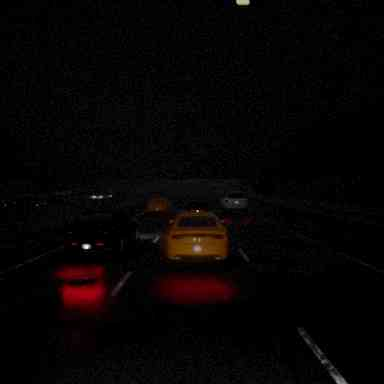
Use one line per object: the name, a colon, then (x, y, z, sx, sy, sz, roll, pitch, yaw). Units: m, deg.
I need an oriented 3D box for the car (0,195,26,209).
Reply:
car: (-20.390, 1.168, 38.999, 1.837, 1.490, 4.892, 0, 1, 2)

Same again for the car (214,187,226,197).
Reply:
car: (5.625, 0.220, 69.486, 1.882, 1.535, 5.008, 0, 2, 3)

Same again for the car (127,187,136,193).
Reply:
car: (-14.796, -0.384, 79.551, 2.097, 1.767, 4.553, 0, 2, 4)

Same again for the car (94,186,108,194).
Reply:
car: (-21.297, -0.532, 77.744, 2.097, 1.767, 4.553, 0, 2, 1)

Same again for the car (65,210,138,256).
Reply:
car: (-3.307, 1.452, 12.913, 1.837, 1.490, 4.892, 0, 0, 1)

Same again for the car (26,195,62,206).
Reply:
car: (-16.897, 1.169, 38.824, 1.837, 1.490, 4.892, 0, 1, 2)

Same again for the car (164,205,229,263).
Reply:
car: (0.181, 1.432, 11.832, 1.882, 1.535, 5.008, 0, 0, 1)

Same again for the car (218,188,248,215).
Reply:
car: (3.930, 0.908, 31.365, 2.150, 2.045, 5.566, 0, 1, 2)

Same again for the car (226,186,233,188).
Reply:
car: (10.121, -0.484, 87.585, 1.812, 1.442, 4.674, 0, 2, 5)

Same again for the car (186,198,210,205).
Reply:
car: (0.518, 1.310, 29.914, 1.837, 1.490, 4.892, 0, 1, 1)

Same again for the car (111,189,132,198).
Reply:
car: (-12.556, 0.696, 58.108, 2.033, 1.411, 5.357, 0, 2, 4)

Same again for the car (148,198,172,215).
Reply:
car: (-2.948, 1.264, 31.251, 1.882, 1.535, 5.008, 0, 1, 2)
